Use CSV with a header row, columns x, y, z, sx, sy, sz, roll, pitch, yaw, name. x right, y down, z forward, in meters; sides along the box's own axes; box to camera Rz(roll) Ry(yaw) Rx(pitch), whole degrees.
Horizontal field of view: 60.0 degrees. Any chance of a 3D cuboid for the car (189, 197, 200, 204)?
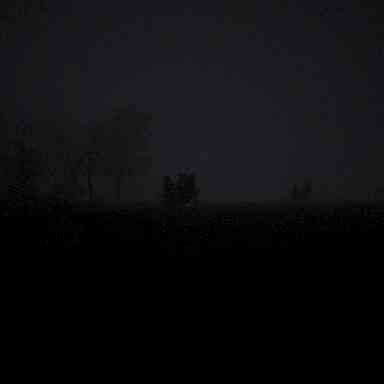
x,y,z,sx,sy,sz,roll,pitch,yaw,name
-0.484,1.326,57.893,1.837,1.490,4.892,-1,0,35,car
